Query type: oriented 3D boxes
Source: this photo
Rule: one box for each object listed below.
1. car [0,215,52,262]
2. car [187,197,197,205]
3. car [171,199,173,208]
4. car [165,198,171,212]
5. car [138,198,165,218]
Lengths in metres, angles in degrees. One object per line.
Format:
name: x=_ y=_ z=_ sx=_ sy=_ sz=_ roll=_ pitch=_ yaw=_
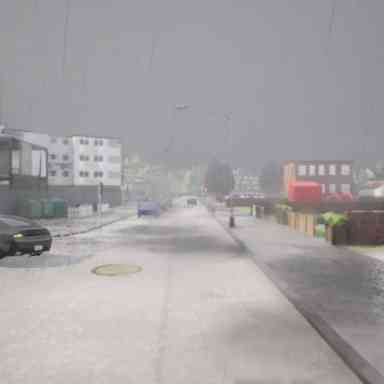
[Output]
car: x=-7.230 y=1.561 z=11.673 sx=4.892 sy=1.490 sz=1.837 roll=0 pitch=-3 yaw=21
car: x=0.014 y=1.795 z=66.206 sx=2.128 sy=1.511 sz=4.902 roll=0 pitch=0 yaw=0
car: x=-3.989 y=1.732 z=52.428 sx=2.128 sy=1.511 sz=4.902 roll=0 pitch=0 yaw=0
car: x=-4.063 y=1.671 z=41.998 sx=1.882 sy=1.535 sz=5.008 roll=0 pitch=0 yaw=0
car: x=-4.088 y=1.628 z=32.585 sx=1.882 sy=1.535 sz=5.008 roll=0 pitch=0 yaw=0
